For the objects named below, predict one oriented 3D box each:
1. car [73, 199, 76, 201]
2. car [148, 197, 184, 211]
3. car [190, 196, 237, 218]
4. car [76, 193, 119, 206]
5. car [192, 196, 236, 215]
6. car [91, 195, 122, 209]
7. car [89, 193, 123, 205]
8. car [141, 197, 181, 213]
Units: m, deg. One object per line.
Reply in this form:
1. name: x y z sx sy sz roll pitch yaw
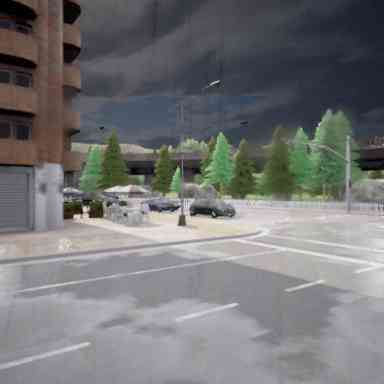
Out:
1. car: -17.777 1.428 55.550 4.902 1.511 2.128 0 0 14
2. car: -3.309 1.427 41.694 2.128 1.511 4.902 0 0 -40
3. car: 1.791 1.289 29.054 2.097 1.767 4.553 0 0 -36
4. car: -14.295 1.160 50.663 5.566 2.045 2.150 0 0 24
5. car: 2.222 1.287 34.412 2.097 1.767 4.553 0 0 -36
6. car: -10.936 1.443 44.583 4.892 1.490 1.837 0 0 36
7. car: -15.084 1.157 58.420 5.566 2.045 2.150 0 0 17
8. car: -3.708 1.484 36.770 2.033 1.411 5.357 0 0 -36
